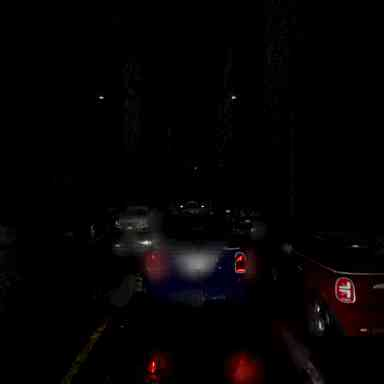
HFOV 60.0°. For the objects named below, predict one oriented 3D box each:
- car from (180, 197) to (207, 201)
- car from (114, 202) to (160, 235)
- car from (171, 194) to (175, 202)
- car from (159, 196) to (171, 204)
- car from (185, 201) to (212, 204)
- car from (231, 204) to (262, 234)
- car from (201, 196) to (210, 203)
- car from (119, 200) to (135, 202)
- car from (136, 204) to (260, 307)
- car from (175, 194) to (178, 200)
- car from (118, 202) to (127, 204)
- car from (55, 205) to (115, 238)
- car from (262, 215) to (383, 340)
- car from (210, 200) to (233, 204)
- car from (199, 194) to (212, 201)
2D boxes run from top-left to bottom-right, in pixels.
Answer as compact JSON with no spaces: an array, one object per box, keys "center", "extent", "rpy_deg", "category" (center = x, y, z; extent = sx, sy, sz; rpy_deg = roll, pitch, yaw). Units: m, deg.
[{"center":[0.008,1.459,27.419],"extent":[1.801,1.575,5.366],"rpy_deg":[0,0,0],"category":"car"},{"center":[-3.077,1.527,18.773],"extent":[1.812,1.442,4.674],"rpy_deg":[0,0,0],"category":"car"},{"center":[-5.593,1.615,76.476],"extent":[2.008,1.369,4.403],"rpy_deg":[0,0,0],"category":"car"},{"center":[-5.616,1.625,65.659],"extent":[1.802,1.307,4.206],"rpy_deg":[0,0,0],"category":"car"},{"center":[0.101,1.479,17.398],"extent":[1.882,1.535,5.008],"rpy_deg":[0,0,0],"category":"car"},{"center":[2.859,1.552,17.551],"extent":[2.008,1.369,4.403],"rpy_deg":[0,0,0],"category":"car"},{"center":[2.920,1.579,71.223],"extent":[1.752,1.417,4.829],"rpy_deg":[0,0,0],"category":"car"},{"center":[-5.663,1.443,28.556],"extent":[1.967,1.590,4.097],"rpy_deg":[0,0,0],"category":"car"},{"center":[0.102,1.352,8.117],"extent":[2.097,1.767,4.553],"rpy_deg":[0,0,0],"category":"car"},{"center":[-5.559,1.637,92.532],"extent":[1.752,1.417,4.829],"rpy_deg":[0,0,0],"category":"car"},{"center":[-5.664,1.584,23.055],"extent":[1.802,1.307,4.206],"rpy_deg":[0,0,0],"category":"car"},{"center":[-5.666,1.567,17.553],"extent":[1.947,1.339,4.313],"rpy_deg":[0,0,0],"category":"car"},{"center":[2.856,1.440,6.548],"extent":[1.967,1.590,4.097],"rpy_deg":[0,0,0],"category":"car"},{"center":[2.863,1.569,28.553],"extent":[1.947,1.339,4.313],"rpy_deg":[0,0,0],"category":"car"},{"center":[2.908,1.483,65.644],"extent":[1.967,1.590,4.097],"rpy_deg":[0,0,0],"category":"car"}]
